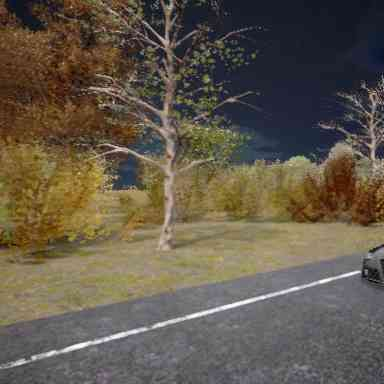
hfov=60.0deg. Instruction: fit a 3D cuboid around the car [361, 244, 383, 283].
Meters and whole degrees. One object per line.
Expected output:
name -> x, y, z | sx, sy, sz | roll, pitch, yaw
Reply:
car -> 6.109, 1.567, 8.365 | 4.181, 1.385, 1.994 | 0, 0, -36
